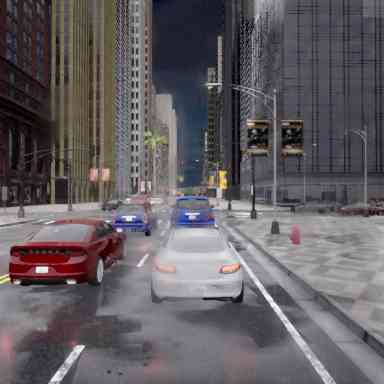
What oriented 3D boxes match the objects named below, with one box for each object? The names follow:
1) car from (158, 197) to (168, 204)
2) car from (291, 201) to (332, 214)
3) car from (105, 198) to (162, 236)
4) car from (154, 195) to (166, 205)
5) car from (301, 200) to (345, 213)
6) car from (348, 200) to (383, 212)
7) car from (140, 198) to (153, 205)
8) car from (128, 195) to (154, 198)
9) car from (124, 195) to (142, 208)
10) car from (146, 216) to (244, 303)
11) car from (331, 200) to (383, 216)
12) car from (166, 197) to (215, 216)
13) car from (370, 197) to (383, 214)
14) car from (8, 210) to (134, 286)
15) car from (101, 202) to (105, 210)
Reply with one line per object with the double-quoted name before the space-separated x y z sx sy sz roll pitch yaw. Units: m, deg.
"car" -6.424 1.909 74.327 1.837 1.490 4.892 0 0 0
"car" 12.839 1.636 35.914 4.181 1.385 1.994 0 -1 -1
"car" -3.131 1.392 18.688 2.097 1.767 4.553 0 0 0
"car" -6.500 1.533 62.080 2.150 2.045 5.566 0 0 1
"car" 15.224 1.663 38.700 4.313 1.339 1.947 0 0 -1
"car" 20.864 1.644 38.782 4.313 1.339 1.947 0 0 -1
"car" -9.677 1.923 71.163 2.033 1.411 5.357 0 0 0
"car" -6.552 1.396 42.070 2.150 2.045 5.566 0 -1 0
"car" -9.792 1.483 55.850 2.150 2.045 5.566 0 0 -1
"car" 0.107 1.534 8.089 1.812 1.442 4.674 0 0 0
"car" 15.345 1.577 30.176 4.206 1.307 1.802 0 0 -1
"car" 0.044 1.258 17.791 2.150 2.045 5.566 0 0 1
"car" 22.174 1.396 36.047 4.553 1.767 2.097 0 -1 -1
"car" -3.142 1.489 9.462 1.882 1.535 5.008 0 0 0
"car" -9.808 1.645 41.119 1.882 1.535 5.008 0 0 0
